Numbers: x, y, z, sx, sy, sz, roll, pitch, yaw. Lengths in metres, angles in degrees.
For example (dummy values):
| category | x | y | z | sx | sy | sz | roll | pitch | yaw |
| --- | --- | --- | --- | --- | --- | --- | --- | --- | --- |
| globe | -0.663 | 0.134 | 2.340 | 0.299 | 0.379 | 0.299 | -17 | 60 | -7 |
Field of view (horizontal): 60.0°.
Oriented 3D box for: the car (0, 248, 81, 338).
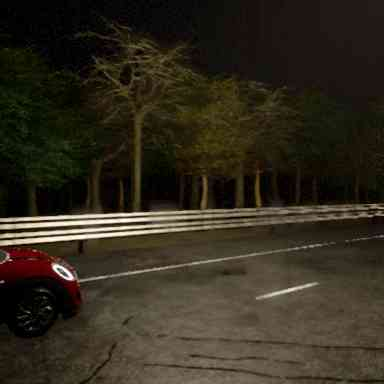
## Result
| category | x | y | z | sx | sy | sz | roll | pitch | yaw |
| --- | --- | --- | --- | --- | --- | --- | --- | --- | --- |
| car | -4.126 | 1.334 | 5.083 | 4.553 | 1.767 | 2.097 | 0 | 0 | -35 |
